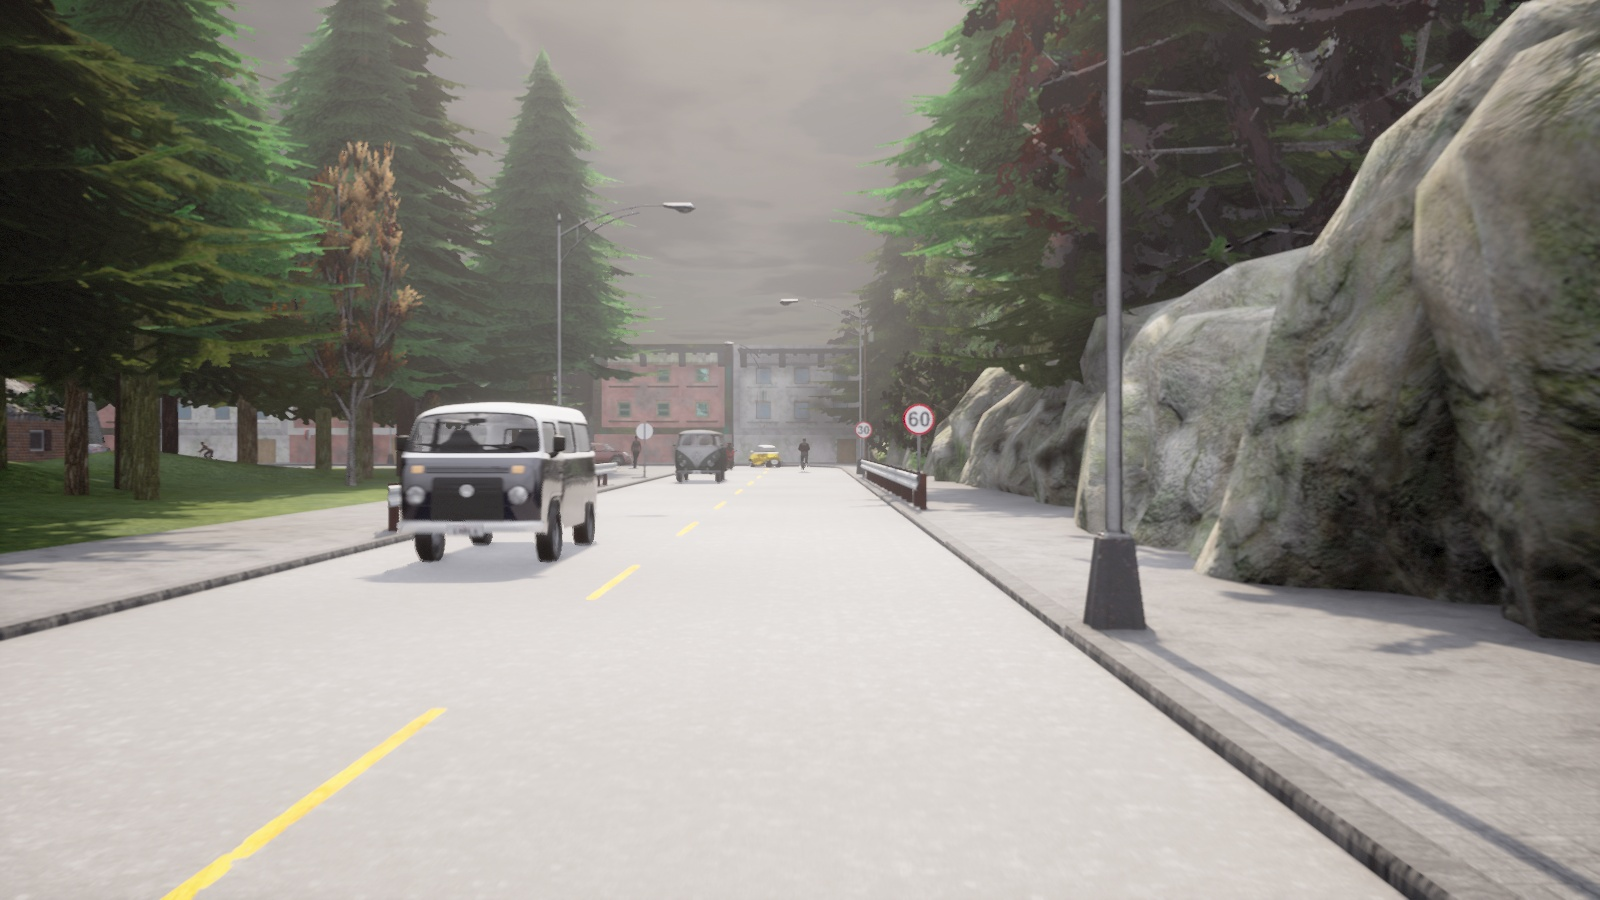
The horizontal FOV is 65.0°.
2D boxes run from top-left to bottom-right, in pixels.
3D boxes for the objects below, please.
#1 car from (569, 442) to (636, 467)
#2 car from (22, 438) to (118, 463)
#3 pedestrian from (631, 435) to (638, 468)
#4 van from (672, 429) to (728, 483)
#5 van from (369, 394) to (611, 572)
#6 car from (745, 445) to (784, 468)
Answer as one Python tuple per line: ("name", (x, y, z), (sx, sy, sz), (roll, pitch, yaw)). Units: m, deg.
("car", (-12.142, 0.267, 77.281), (3.806, 1.475, 1.970), (0, 0, 1))
("car", (-47.383, 0.027, 81.563), (5.027, 1.651, 2.152), (0, 0, 0))
("pedestrian", (-9.015, 0.062, 68.612), (0.328, 1.805, 0.869), (0, 0, -4))
("van", (-3.808, 0.224, 48.316), (1.775, 1.987, 4.442), (0, 0, 0))
("van", (-3.889, 0.375, 16.611), (2.069, 2.038, 4.480), (0, 0, 0))
("car", (-2.131, 0.373, 76.021), (1.481, 1.376, 2.207), (0, 1, -30))
